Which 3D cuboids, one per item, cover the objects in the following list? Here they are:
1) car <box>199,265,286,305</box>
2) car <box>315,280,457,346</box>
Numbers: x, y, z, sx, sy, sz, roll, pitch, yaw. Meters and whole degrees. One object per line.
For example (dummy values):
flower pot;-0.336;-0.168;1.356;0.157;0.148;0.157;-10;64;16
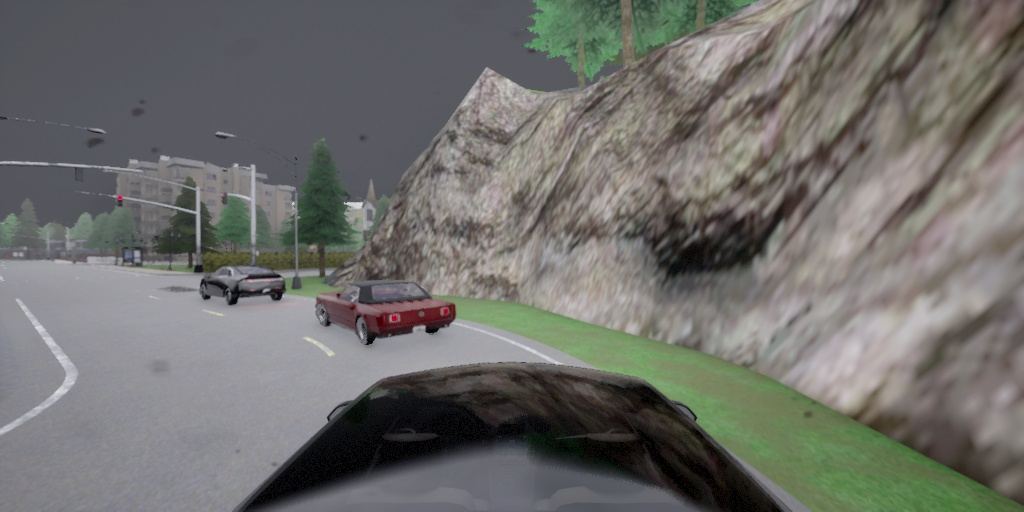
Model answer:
car;-11.505;1.128;15.245;4.902;1.511;2.128;0;1;35
car;-3.522;1.281;9.355;1.895;1.301;4.718;-1;1;-44
